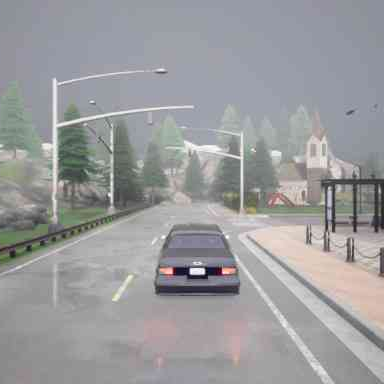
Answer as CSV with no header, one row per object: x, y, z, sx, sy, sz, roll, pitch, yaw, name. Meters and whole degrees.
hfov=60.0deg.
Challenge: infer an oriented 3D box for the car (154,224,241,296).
0.100,1.547,8.804,2.033,1.411,5.357,0,0,0,car
